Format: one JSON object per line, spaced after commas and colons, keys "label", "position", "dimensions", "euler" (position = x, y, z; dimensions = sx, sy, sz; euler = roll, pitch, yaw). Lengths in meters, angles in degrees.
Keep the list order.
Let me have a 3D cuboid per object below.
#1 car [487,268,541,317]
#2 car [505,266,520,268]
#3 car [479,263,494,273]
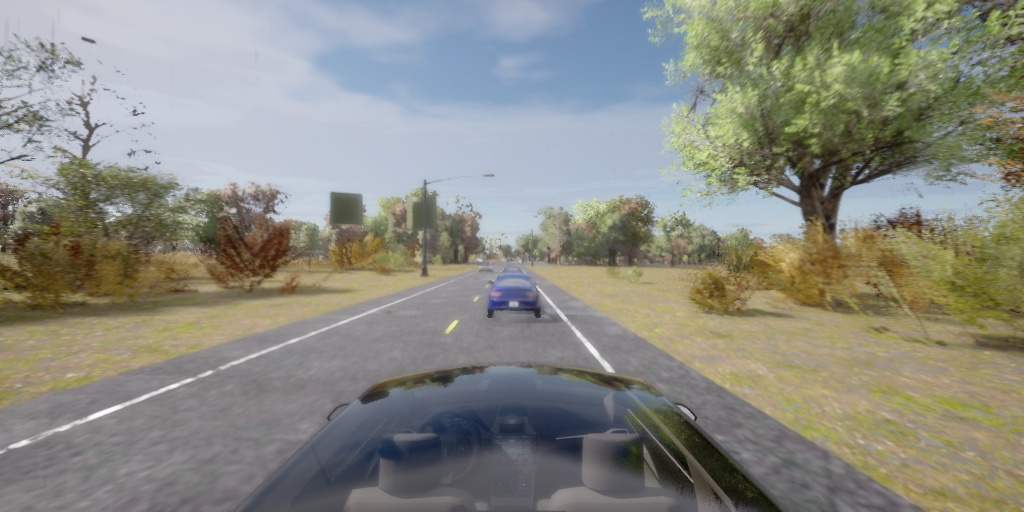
{"label": "car", "position": [0.072, 1.353, 13.475], "dimensions": [1.812, 1.442, 4.674], "euler": [0, 0, 0]}
{"label": "car", "position": [0.063, 1.490, 28.353], "dimensions": [1.994, 1.385, 4.181], "euler": [0, 0, 0]}
{"label": "car", "position": [-3.590, 1.673, 50.369], "dimensions": [1.895, 1.301, 4.718], "euler": [0, 0, 0]}
